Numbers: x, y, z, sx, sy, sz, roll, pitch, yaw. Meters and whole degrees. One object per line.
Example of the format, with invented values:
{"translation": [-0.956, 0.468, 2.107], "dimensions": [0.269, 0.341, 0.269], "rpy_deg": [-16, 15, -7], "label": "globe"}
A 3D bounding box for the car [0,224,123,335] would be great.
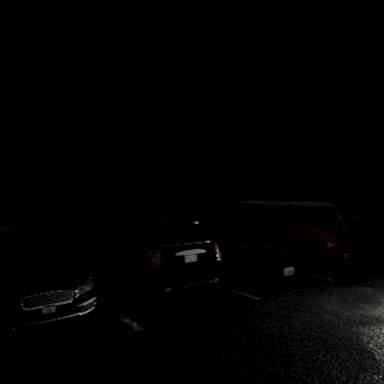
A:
{"translation": [-3.537, 1.485, 6.931], "dimensions": [2.231, 1.521, 4.892], "rpy_deg": [0, 0, -36], "label": "car"}

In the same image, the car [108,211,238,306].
{"translation": [-1.252, 1.372, 8.515], "dimensions": [2.185, 1.767, 4.553], "rpy_deg": [0, 0, -36], "label": "car"}

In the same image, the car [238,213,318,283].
{"translation": [1.004, 1.544, 10.126], "dimensions": [2.163, 1.488, 4.792], "rpy_deg": [1, 0, -35], "label": "car"}

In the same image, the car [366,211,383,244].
{"translation": [10.010, 1.623, 16.623], "dimensions": [2.163, 1.488, 4.792], "rpy_deg": [1, 0, -36], "label": "car"}

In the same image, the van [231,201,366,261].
{"translation": [3.317, 1.309, 11.669], "dimensions": [1.878, 1.987, 4.442], "rpy_deg": [1, 0, -36], "label": "van"}
